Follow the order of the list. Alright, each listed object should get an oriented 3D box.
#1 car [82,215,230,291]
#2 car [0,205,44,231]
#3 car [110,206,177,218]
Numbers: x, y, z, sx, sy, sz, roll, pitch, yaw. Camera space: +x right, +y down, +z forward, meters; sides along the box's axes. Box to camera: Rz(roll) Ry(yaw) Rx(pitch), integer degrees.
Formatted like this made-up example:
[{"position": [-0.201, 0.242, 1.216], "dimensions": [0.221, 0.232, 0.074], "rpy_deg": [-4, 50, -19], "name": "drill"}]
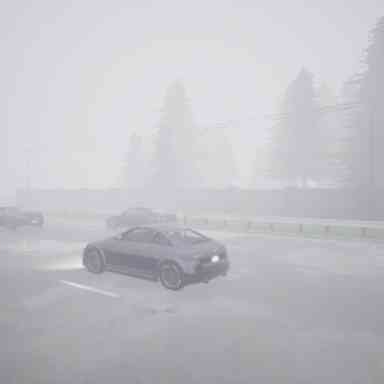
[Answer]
[{"position": [-1.074, 1.559, 9.059], "dimensions": [4.181, 1.385, 1.994], "rpy_deg": [0, 0, 36], "name": "car"}, {"position": [-10.885, 1.510, 20.362], "dimensions": [4.674, 1.442, 1.812], "rpy_deg": [0, 0, 36], "name": "car"}, {"position": [-2.881, 1.515, 18.949], "dimensions": [4.674, 1.442, 1.812], "rpy_deg": [0, 0, 36], "name": "car"}]
